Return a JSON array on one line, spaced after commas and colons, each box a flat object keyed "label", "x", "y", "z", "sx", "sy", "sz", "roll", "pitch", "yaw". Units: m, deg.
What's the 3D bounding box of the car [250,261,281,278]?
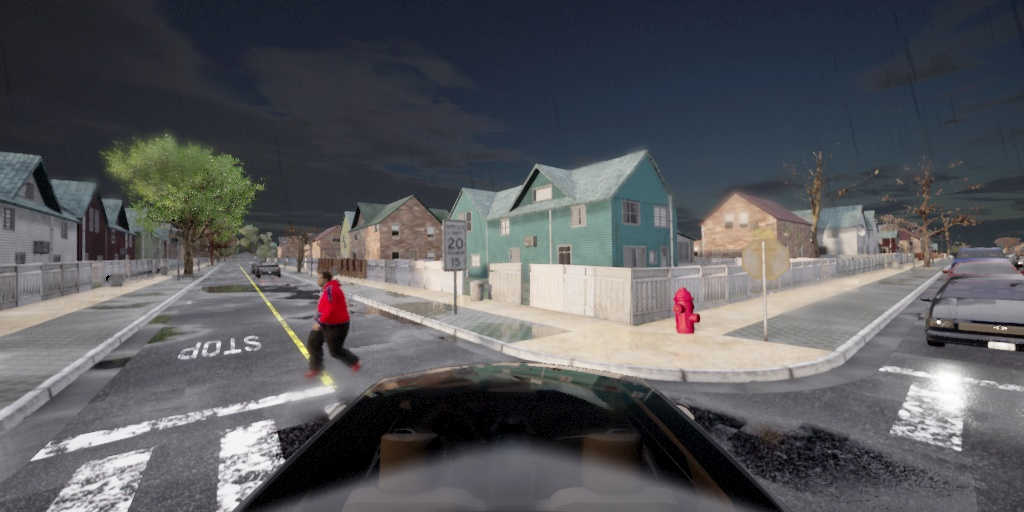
[{"label": "car", "x": -23.622, "y": 1.289, "z": 34.661, "sx": 2.128, "sy": 1.511, "sz": 4.902, "roll": 0, "pitch": 0, "yaw": -38}]

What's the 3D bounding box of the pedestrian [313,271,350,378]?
[{"label": "pedestrian", "x": -2.978, "y": 1.048, "z": 5.917, "sx": 0.375, "sy": 1.860, "sz": 0.375, "roll": 2, "pitch": -2, "yaw": -38}]

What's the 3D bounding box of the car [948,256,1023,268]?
[{"label": "car", "x": 18.843, "y": 0.927, "z": 14.331, "sx": 5.008, "sy": 1.535, "sz": 1.882, "roll": -1, "pitch": -1, "yaw": -38}]

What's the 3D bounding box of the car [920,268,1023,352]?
[{"label": "car", "x": 10.644, "y": 1.147, "z": 7.934, "sx": 5.357, "sy": 1.411, "sz": 2.033, "roll": -1, "pitch": -1, "yaw": -38}]

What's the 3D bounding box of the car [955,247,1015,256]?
[{"label": "car", "x": 28.390, "y": 0.506, "z": 21.764, "sx": 5.566, "sy": 2.045, "sz": 2.150, "roll": -1, "pitch": -1, "yaw": -38}]

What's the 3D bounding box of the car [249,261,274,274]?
[{"label": "car", "x": -30.292, "y": 1.363, "z": 43.233, "sx": 2.033, "sy": 1.411, "sz": 5.357, "roll": 0, "pitch": 0, "yaw": -39}]

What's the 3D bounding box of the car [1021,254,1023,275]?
[{"label": "car", "x": 37.295, "y": 0.606, "z": 24.976, "sx": 4.892, "sy": 1.490, "sz": 1.837, "roll": -1, "pitch": -1, "yaw": -38}]
